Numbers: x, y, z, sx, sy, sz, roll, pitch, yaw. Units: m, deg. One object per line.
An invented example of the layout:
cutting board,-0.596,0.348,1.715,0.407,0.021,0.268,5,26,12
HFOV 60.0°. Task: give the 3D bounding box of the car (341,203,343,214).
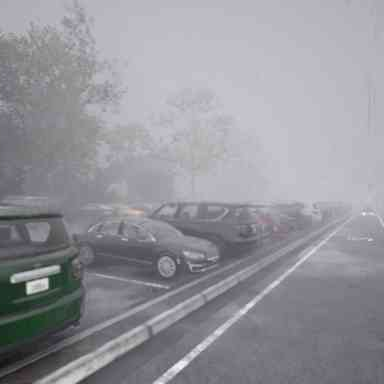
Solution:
car,18.388,2.614,47.193,4.792,1.488,2.163,1,-1,28

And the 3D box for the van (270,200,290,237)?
van,2.562,1.516,17.531,4.442,1.987,1.878,1,-1,28

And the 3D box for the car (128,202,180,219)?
car,-3.798,1.842,33.517,4.792,1.488,2.163,1,-1,28

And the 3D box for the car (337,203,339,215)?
car,15.686,2.462,42.283,4.792,1.488,2.163,1,-1,28

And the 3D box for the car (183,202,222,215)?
car,1.387,2.125,43.232,4.674,1.452,2.002,1,-1,28

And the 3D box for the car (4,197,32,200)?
car,-11.702,1.293,18.805,4.553,1.767,2.185,1,-1,28

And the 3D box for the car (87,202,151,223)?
car,-6.295,1.679,28.537,5.366,1.575,1.946,1,-1,28

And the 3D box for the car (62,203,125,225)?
car,-7.776,1.654,26.170,4.674,1.452,2.002,1,-1,28

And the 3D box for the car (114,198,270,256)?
car,-0.220,1.358,12.665,5.566,2.045,2.435,1,-1,28

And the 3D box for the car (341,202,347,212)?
car,21.019,2.736,52.143,5.008,1.535,2.097,1,-1,28

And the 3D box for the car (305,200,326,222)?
car,7.741,1.754,27.476,5.566,2.045,2.435,1,-1,28

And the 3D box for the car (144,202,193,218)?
car,-2.532,1.908,35.997,4.792,1.488,2.163,1,-1,28

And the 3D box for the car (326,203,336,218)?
car,13.067,2.283,37.332,5.008,1.535,2.097,1,-1,28

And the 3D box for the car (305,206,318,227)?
car,6.439,1.939,24.987,5.008,1.535,2.097,1,-1,28

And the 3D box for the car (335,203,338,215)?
car,14.223,2.352,39.888,5.366,1.575,1.946,1,-1,28

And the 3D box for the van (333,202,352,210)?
van,38.149,3.491,84.299,4.442,1.987,1.878,1,-1,28

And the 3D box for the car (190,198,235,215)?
car,2.793,1.910,45.785,5.566,2.045,2.435,1,-1,28

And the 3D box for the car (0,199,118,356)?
car,-4.210,1.183,5.264,5.566,2.045,2.435,1,-1,28

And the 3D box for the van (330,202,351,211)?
van,35.498,3.340,79.362,4.442,1.987,1.878,1,-1,28

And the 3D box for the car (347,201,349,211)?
car,25.022,2.837,59.539,4.553,1.767,2.185,1,-1,28

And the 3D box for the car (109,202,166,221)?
car,-5.136,1.746,31.076,5.008,1.535,2.097,1,-1,28

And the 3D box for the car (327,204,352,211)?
car,32.950,3.417,74.362,4.892,1.521,2.231,1,-1,28

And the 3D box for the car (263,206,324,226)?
car,9.092,2.074,29.929,4.892,1.521,2.231,1,-1,28

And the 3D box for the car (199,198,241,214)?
car,4.051,1.982,48.129,5.566,2.045,2.435,1,-1,28

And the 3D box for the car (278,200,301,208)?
car,26.428,3.260,89.929,5.566,2.045,2.435,1,-1,28

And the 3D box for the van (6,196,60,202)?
van,-10.512,1.253,21.324,4.442,1.987,1.878,1,-1,28

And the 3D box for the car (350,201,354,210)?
car,27.674,2.863,64.481,5.566,2.045,2.435,1,-1,28

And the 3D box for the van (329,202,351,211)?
van,34.173,3.264,76.894,4.442,1.987,1.878,1,-1,28

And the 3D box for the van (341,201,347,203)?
van,22.448,2.587,54.563,4.442,1.987,1.878,1,-1,28

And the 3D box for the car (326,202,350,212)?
car,31.595,3.214,71.914,4.553,1.767,2.185,1,-1,28

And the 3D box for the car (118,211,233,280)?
car,-1.537,1.548,10.182,4.892,1.521,2.231,1,-1,28

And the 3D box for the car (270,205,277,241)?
car,1.157,1.548,15.101,4.553,1.767,2.185,1,-1,28

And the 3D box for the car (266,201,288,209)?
car,19.860,3.012,77.704,4.553,1.767,2.185,1,-1,28

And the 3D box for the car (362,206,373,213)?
car,35.561,3.485,67.247,1.895,1.301,4.718,1,-1,28

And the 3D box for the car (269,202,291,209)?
car,21.221,3.243,80.119,4.792,1.488,2.163,1,-1,28

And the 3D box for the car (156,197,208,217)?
car,-1.159,1.696,38.426,5.566,2.045,2.435,1,-1,28

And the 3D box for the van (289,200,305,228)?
van,5.011,1.645,22.578,4.442,1.987,1.878,1,-1,28

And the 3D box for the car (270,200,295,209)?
car,22.490,3.036,82.596,5.566,2.045,2.435,1,-1,28

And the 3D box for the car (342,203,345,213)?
car,19.714,2.690,49.662,4.792,1.488,2.163,1,-1,28

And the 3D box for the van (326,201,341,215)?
van,17.146,2.285,44.687,4.442,1.987,1.878,1,-1,28

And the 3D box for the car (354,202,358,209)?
car,36.953,3.392,81.764,5.566,2.045,2.435,1,-1,28

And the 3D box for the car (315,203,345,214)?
car,23.641,2.761,57.100,4.553,1.767,2.185,1,-1,28

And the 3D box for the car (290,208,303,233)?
car,3.787,1.807,20.049,4.892,1.521,2.231,1,-1,28
